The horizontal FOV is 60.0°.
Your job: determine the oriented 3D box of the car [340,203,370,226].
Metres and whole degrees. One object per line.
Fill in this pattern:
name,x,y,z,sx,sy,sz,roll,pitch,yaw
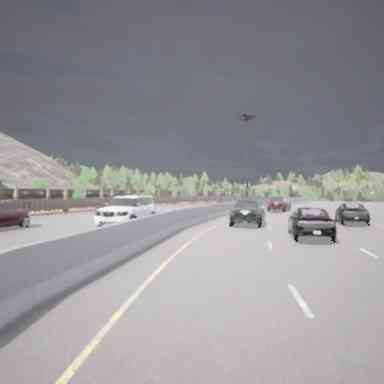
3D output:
car,11.500,1.519,24.034,2.128,1.511,4.902,0,0,18

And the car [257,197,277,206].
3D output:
car,13.706,1.643,60.319,2.033,1.411,5.357,0,0,29

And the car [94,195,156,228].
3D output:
car,-4.057,1.222,21.260,2.150,2.045,5.566,0,0,14

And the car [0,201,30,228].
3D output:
car,-11.627,1.339,19.224,2.097,1.767,4.553,0,0,12

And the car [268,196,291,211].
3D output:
car,10.513,1.383,39.726,2.097,1.767,4.553,0,0,26

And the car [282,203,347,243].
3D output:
car,5.824,1.507,16.471,2.128,1.511,4.902,0,0,12

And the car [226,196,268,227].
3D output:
car,3.919,1.366,23.088,2.097,1.767,4.553,0,0,15

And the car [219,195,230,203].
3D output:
car,6.758,1.381,55.157,2.097,1.767,4.553,0,0,30

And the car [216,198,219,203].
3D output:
car,6.151,1.396,61.176,2.097,1.767,4.553,0,0,29
